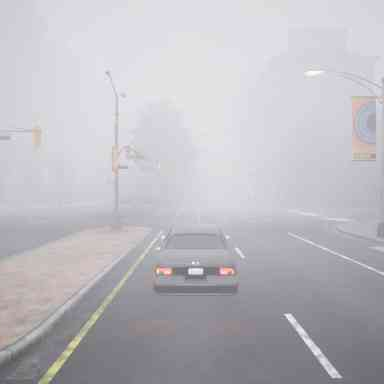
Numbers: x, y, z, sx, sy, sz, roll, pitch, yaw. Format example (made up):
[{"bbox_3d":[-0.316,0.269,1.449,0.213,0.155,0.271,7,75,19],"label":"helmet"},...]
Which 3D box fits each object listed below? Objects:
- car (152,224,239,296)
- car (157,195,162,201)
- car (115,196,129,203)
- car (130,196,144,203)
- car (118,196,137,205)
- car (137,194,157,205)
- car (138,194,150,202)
[{"bbox_3d":[0.086,1.547,8.801,2.033,1.411,5.357,0,0,0],"label":"car"},{"bbox_3d":[-7.907,1.525,68.899,1.812,1.442,4.674,0,0,0],"label":"car"},{"bbox_3d":[-14.656,1.595,69.450,1.895,1.301,4.718,0,0,0],"label":"car"},{"bbox_3d":[-11.406,1.525,69.568,2.128,1.511,4.902,0,0,0],"label":"car"},{"bbox_3d":[-11.488,1.491,59.647,2.128,1.511,4.902,0,0,0],"label":"car"},{"bbox_3d":[-7.993,1.564,58.962,1.994,1.385,4.181,0,0,1],"label":"car"},{"bbox_3d":[-11.392,1.355,79.580,2.097,1.767,4.553,0,0,0],"label":"car"}]
